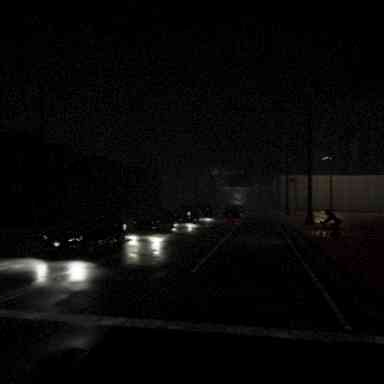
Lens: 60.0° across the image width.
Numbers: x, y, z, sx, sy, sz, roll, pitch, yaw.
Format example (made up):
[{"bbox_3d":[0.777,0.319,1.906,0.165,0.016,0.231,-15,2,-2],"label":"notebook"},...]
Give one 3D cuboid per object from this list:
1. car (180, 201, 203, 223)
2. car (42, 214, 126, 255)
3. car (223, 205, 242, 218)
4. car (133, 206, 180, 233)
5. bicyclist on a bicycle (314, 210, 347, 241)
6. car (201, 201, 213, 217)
[{"bbox_3d":[-0.615,2.066,33.449,2.097,1.767,4.553,1,-1,12],"label":"car"},{"bbox_3d":[-4.499,1.744,14.617,1.837,1.490,4.892,1,-1,12],"label":"car"},{"bbox_3d":[4.996,2.518,42.433,1.812,1.442,4.674,1,-1,12],"label":"car"},{"bbox_3d":[-2.604,1.949,23.826,1.882,1.535,5.008,1,-1,12],"label":"car"},{"bbox_3d":[7.317,1.771,17.535,1.656,1.620,0.582,0,-1,12],"label":"bicyclist on a bicycle"},{"bbox_3d":[1.503,2.187,43.526,2.150,2.045,5.566,1,-1,10],"label":"car"}]
